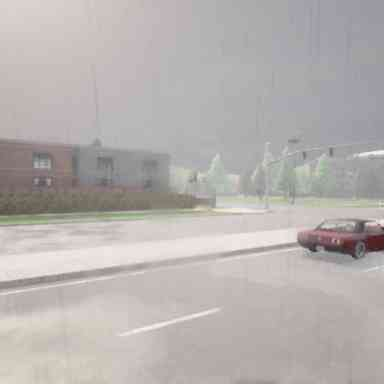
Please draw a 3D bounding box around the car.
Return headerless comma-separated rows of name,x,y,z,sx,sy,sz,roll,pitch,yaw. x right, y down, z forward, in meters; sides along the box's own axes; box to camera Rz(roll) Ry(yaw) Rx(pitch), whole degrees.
car,6.166,1.629,12.513,4.718,1.301,1.895,0,0,-35
